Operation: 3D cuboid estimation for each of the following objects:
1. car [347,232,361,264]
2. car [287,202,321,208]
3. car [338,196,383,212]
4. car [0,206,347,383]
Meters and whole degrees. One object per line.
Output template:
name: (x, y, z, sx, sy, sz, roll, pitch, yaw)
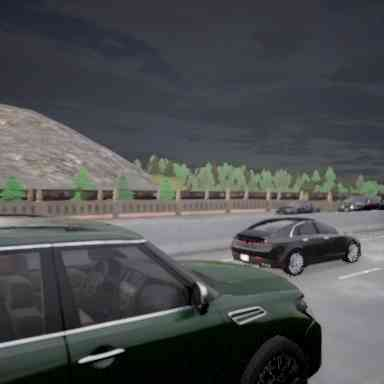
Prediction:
car: (3.410, 1.552, 10.474, 4.892, 1.490, 1.837, 0, 0, -36)
car: (10.642, 1.698, 32.963, 5.357, 1.411, 2.033, 0, 0, -35)
car: (16.923, 1.425, 33.131, 5.566, 2.045, 2.150, 2, -1, -35)
car: (-1.248, 1.224, 2.853, 5.566, 2.045, 2.150, 0, 0, -36)
